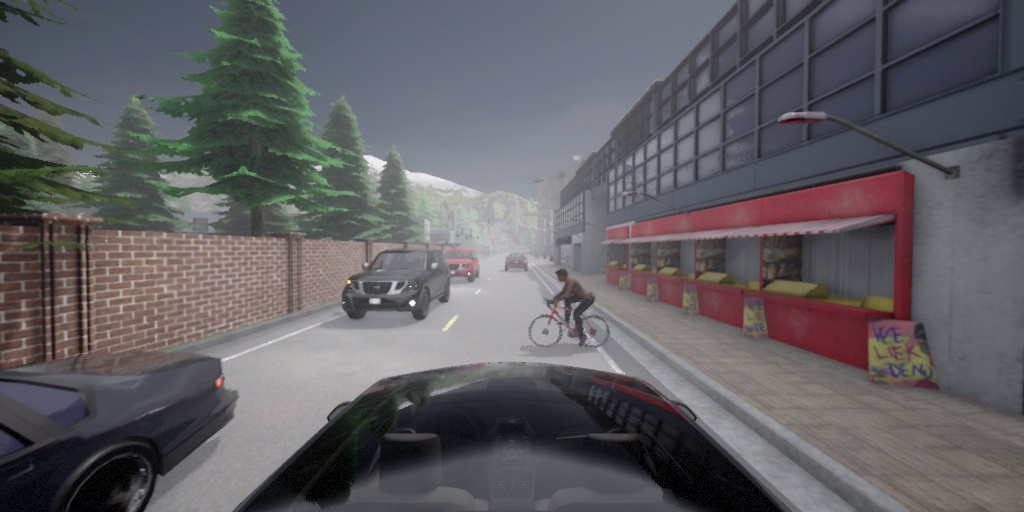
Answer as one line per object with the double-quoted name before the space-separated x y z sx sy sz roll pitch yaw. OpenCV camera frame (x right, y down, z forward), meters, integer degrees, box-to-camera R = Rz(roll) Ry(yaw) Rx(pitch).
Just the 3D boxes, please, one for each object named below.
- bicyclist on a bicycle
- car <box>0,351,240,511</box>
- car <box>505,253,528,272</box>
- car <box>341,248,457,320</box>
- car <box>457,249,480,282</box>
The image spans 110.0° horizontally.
"bicyclist on a bicycle" 1.168 1.080 7.284 1.656 1.620 0.582 0 1 1
"car" -3.615 1.296 1.107 2.033 1.411 5.357 0 1 0
"car" 0.408 0.488 34.097 2.097 1.767 4.553 0 1 1
"car" -3.504 0.762 12.048 2.150 2.045 5.566 0 1 1
"car" -3.385 0.547 23.456 2.150 2.045 5.566 0 1 1
